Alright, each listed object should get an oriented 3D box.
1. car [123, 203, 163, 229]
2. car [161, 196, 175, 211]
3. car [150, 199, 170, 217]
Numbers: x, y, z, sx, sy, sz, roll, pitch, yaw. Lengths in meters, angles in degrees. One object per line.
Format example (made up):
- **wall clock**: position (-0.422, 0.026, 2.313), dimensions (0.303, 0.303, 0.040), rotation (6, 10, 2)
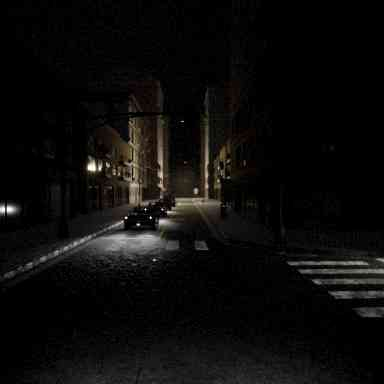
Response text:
- **car**: position (-3.185, 1.596, 21.733), dimensions (1.895, 1.301, 4.718), rotation (0, 0, -1)
- **car**: position (-3.444, 1.547, 40.179), dimensions (1.994, 1.385, 4.181), rotation (0, 0, 0)
- **car**: position (-3.324, 1.591, 30.905), dimensions (1.895, 1.301, 4.718), rotation (0, 0, -1)
